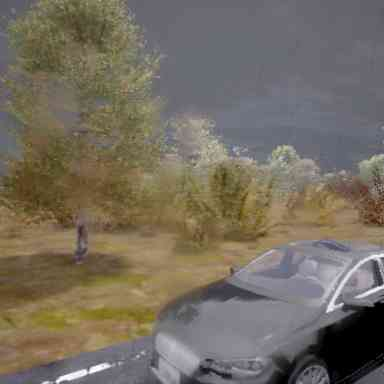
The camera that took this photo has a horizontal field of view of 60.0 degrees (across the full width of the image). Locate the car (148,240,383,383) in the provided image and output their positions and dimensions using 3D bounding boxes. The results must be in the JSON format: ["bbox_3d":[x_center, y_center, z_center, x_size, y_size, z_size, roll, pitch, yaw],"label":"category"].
[{"bbox_3d":[1.774,1.494,4.642,4.902,1.511,2.128,0,0,-35],"label":"car"}]
